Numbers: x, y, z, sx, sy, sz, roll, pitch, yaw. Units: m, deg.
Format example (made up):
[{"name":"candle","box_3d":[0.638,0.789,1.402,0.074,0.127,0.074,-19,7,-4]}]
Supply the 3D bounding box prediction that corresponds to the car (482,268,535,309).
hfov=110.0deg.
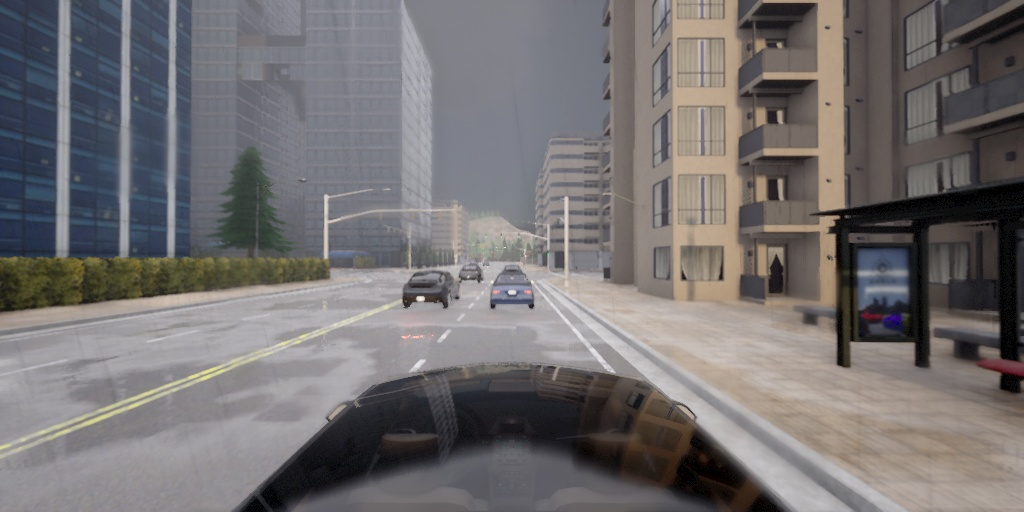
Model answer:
[{"name":"car","box_3d":[0.006,1.428,15.836,2.033,1.411,5.357,0,0,0]}]

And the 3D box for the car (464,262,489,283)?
[{"name":"car","box_3d":[-3.488,1.515,31.138,2.128,1.511,4.902,0,0,0]}]

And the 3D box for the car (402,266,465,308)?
[{"name":"car","box_3d":[-3.491,1.391,16.142,1.837,1.490,4.892,0,0,0]}]

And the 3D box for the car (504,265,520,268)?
[{"name":"car","box_3d":[0.013,1.530,31.159,1.837,1.490,4.892,0,0,0]}]
